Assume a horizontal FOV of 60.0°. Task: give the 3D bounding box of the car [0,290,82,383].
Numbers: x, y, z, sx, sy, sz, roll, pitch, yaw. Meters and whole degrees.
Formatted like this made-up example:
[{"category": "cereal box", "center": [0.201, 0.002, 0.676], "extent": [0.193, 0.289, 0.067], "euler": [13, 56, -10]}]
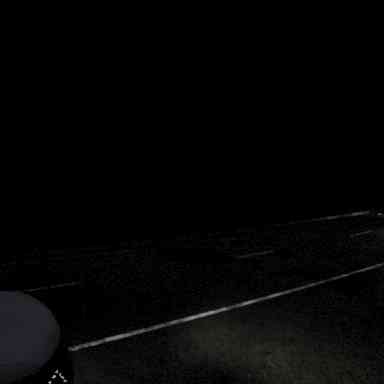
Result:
[{"category": "car", "center": [-3.335, 1.199, 1.368], "extent": [5.566, 2.045, 2.150], "euler": [1, 0, -35]}]
